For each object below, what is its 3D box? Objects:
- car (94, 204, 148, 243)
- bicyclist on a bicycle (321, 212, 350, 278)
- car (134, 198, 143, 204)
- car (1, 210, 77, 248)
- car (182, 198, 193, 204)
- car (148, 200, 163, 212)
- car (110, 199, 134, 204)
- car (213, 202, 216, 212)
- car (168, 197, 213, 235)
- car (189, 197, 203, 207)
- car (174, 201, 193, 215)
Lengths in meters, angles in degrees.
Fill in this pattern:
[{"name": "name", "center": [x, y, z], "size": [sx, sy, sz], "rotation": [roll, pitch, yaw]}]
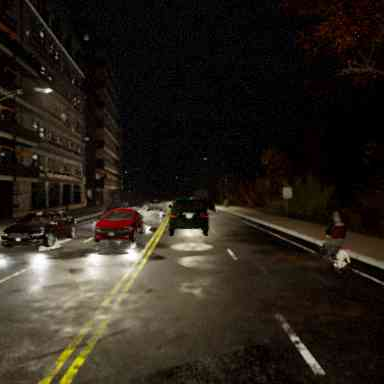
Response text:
[{"name": "car", "center": [-3.603, 1.598, 17.092], "size": [1.882, 1.535, 5.008], "rotation": [0, 0, -2]}, {"name": "bicyclist on a bicycle", "center": [4.047, 1.436, 9.519], "size": [0.659, 1.776, 1.843], "rotation": [0, 0, -1]}, {"name": "car", "center": [-8.404, 1.686, 50.254], "size": [2.033, 1.411, 5.357], "rotation": [0, 0, -4]}, {"name": "car", "center": [-6.816, 1.615, 15.365], "size": [1.837, 1.490, 4.892], "rotation": [0, 0, -1]}, {"name": "car", "center": [-1.147, 2.034, 77.224], "size": [2.033, 1.411, 5.357], "rotation": [0, 0, -7]}, {"name": "car", "center": [-4.751, 1.818, 43.349], "size": [1.812, 1.442, 4.674], "rotation": [0, -1, -3]}, {"name": "car", "center": [-7.463, 1.722, 33.347], "size": [2.128, 1.511, 4.902], "rotation": [0, 0, -3]}, {"name": "car", "center": [1.896, 1.763, 43.200], "size": [1.882, 1.535, 5.008], "rotation": [0, 0, -3]}, {"name": "car", "center": [-0.226, 1.358, 19.713], "size": [2.150, 2.045, 5.566], "rotation": [0, 0, -2]}, {"name": "car", "center": [0.631, 1.743, 60.064], "size": [2.097, 1.767, 4.553], "rotation": [0, 0, -5]}, {"name": "car", "center": [-1.064, 1.810, 39.097], "size": [2.033, 1.411, 5.357], "rotation": [0, 0, -3]}]
